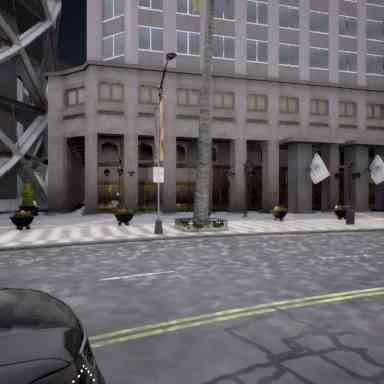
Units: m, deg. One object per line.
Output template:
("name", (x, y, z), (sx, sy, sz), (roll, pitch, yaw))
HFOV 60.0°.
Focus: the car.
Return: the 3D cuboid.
("car", (-3.173, 1.221, 1.406), (5.566, 2.045, 2.150), (0, 0, -36))
